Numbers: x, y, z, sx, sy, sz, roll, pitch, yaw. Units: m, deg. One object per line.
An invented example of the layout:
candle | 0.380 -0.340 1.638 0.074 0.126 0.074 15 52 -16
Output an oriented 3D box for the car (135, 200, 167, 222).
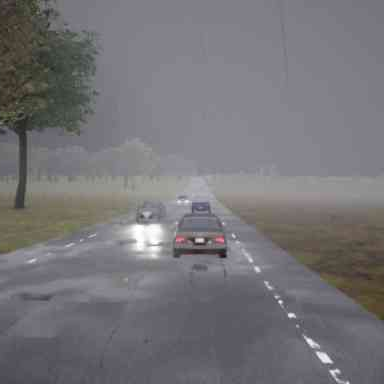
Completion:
car | -3.041 1.363 25.311 2.128 1.511 4.902 0 0 2

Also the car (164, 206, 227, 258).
car | 0.304 1.499 12.594 2.033 1.411 5.357 0 0 1

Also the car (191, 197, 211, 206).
car | 0.911 1.287 33.961 1.882 1.535 5.008 0 0 2

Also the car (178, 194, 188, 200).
car | -1.758 0.968 66.133 1.895 1.301 4.718 0 1 2
